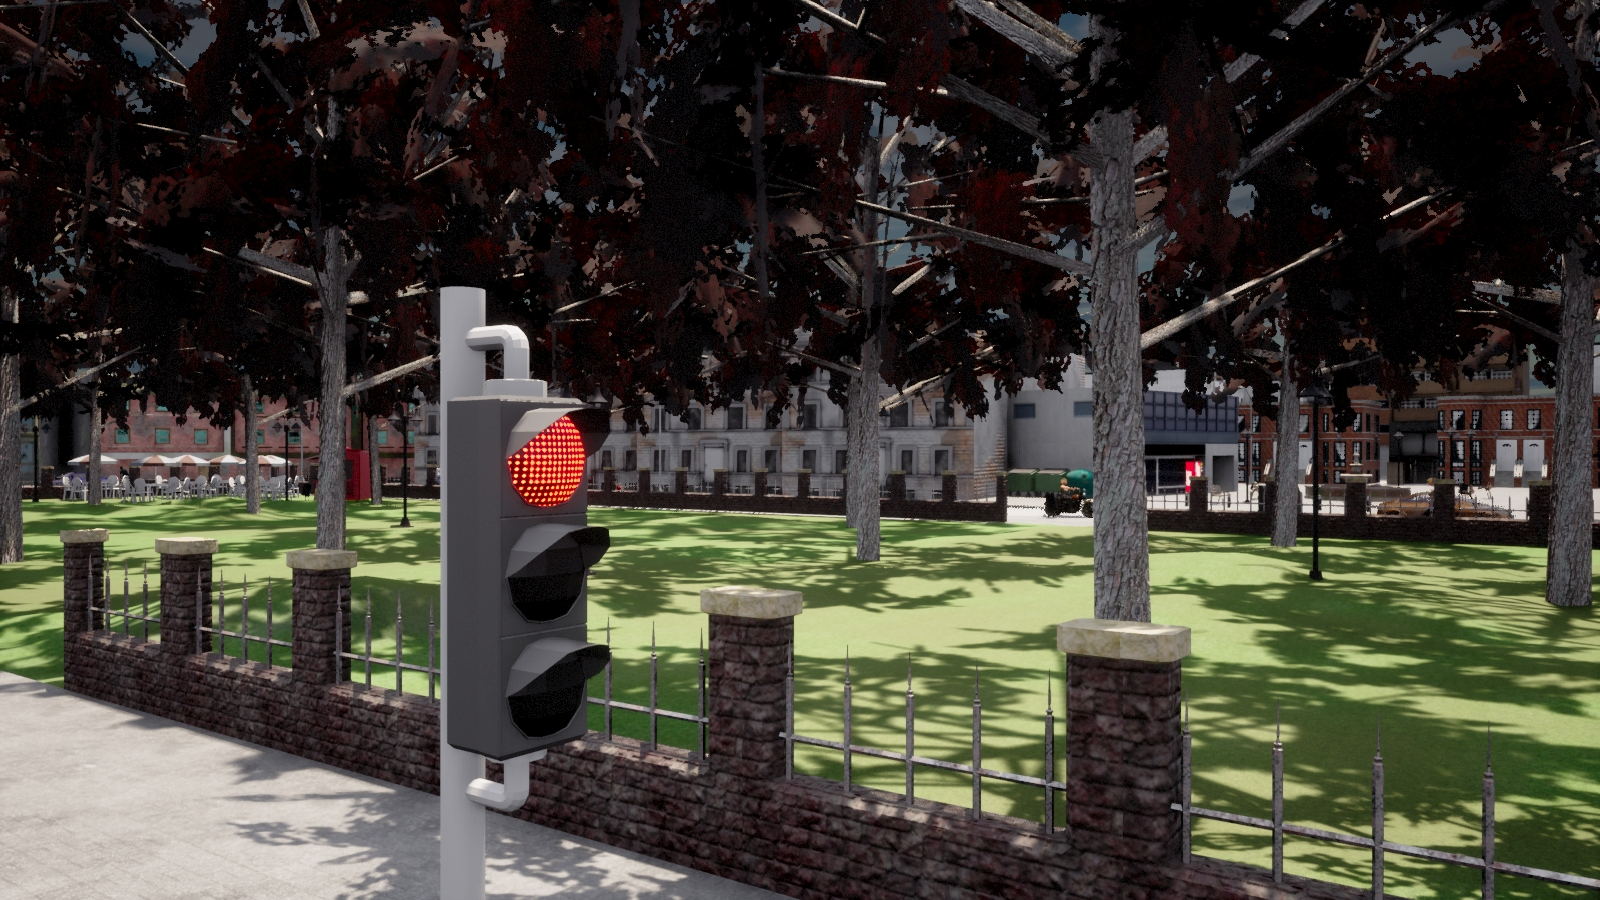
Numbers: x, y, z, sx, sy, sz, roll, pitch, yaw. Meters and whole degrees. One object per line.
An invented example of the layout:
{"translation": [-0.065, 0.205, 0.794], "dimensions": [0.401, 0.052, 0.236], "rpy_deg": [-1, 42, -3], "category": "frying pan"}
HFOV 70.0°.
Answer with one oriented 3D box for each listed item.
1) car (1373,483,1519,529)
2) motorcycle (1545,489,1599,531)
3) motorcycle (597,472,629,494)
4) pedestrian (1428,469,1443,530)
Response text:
{"translation": [22.176, 1.898, 39.284], "dimensions": [4.181, 1.385, 1.994], "rpy_deg": [0, 0, 36], "category": "car"}
{"translation": [25.489, 1.950, 36.881], "dimensions": [2.356, 1.277, 0.764], "rpy_deg": [0, 0, 36], "category": "motorcycle"}
{"translation": [-11.238, 1.962, 68.522], "dimensions": [1.805, 1.236, 0.856], "rpy_deg": [0, 0, 36], "category": "motorcycle"}
{"translation": [19.588, 1.523, 35.225], "dimensions": [0.375, 1.860, 0.375], "rpy_deg": [0, 0, 37], "category": "pedestrian"}
